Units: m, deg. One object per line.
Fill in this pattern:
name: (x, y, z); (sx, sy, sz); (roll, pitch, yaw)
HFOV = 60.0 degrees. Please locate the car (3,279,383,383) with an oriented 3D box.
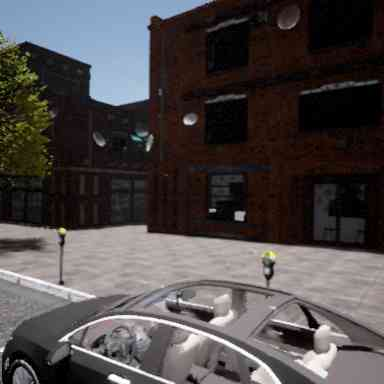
car: (-0.049, 1.544, 3.054); (4.403, 1.369, 2.008); (0, 1, 35)
